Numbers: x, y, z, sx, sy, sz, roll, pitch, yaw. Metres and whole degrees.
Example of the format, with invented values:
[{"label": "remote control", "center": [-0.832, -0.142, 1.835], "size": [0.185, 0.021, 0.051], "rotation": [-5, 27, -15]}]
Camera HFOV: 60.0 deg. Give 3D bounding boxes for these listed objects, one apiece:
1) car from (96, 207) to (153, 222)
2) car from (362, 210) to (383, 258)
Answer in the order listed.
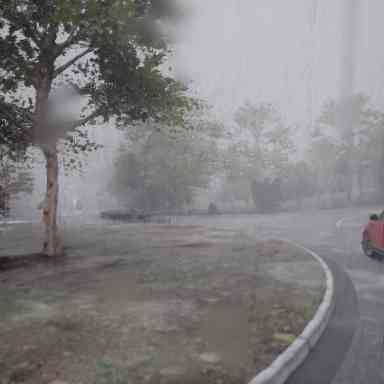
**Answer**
[{"label": "car", "center": [-6.186, 2.101, 31.253], "size": [4.718, 1.301, 1.895], "rotation": [-1, -1, 18]}, {"label": "car", "center": [6.849, 1.282, 9.889], "size": [2.150, 2.045, 5.566], "rotation": [0, -1, 14]}]
